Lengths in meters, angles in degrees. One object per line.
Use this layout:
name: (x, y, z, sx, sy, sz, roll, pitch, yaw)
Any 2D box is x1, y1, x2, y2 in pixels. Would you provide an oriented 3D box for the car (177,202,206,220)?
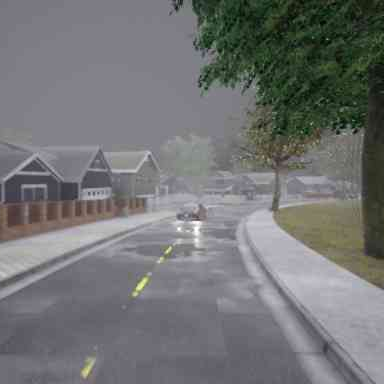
car: (0.035, 1.592, 28.718, 1.812, 1.442, 4.674, 0, 0, 12)
